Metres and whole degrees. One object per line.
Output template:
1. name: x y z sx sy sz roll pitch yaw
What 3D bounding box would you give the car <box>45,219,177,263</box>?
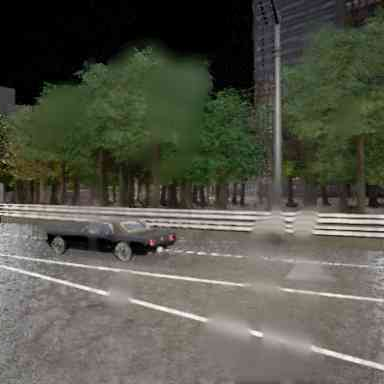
1. car: -3.024 1.618 12.014 4.718 1.301 1.895 0 0 27
